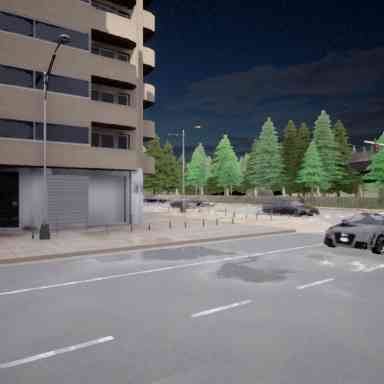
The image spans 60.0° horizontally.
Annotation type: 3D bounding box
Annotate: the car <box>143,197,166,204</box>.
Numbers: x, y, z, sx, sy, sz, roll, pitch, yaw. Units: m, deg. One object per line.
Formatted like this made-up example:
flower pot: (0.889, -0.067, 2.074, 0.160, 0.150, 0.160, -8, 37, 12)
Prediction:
car: (-7.164, 1.545, 64.439, 4.718, 1.301, 1.895, 0, 0, 31)

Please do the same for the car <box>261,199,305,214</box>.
car: (9.559, 1.508, 35.146, 1.994, 1.385, 4.181, 0, 0, -35)

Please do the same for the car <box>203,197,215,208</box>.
car: (1.222, 1.437, 46.840, 2.128, 1.511, 4.902, 0, 0, -38)

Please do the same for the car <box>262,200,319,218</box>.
car: (8.790, 1.492, 30.032, 2.033, 1.411, 5.357, 0, 0, -33)

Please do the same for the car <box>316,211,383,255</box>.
car: (7.210, 1.564, 13.441, 4.181, 1.385, 1.994, 0, 0, -37)

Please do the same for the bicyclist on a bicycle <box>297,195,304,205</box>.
bicyclist on a bicycle: (15.139, 1.245, 46.444, 1.656, 1.620, 0.582, 0, 0, -35)

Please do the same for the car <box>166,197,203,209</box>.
car: (-1.037, 1.470, 44.043, 1.812, 1.442, 4.674, 0, 0, -37)
